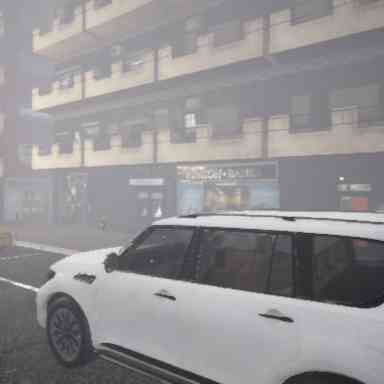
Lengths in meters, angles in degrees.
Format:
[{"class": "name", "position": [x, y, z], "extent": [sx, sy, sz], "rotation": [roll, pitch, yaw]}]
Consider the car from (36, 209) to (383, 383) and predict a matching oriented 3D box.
[{"class": "car", "position": [0.414, 1.230, 4.067], "extent": [5.566, 2.045, 2.150], "rotation": [0, 0, 36]}]

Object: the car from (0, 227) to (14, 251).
[{"class": "car", "position": [-8.730, 1.534, 12.800], "extent": [4.829, 1.417, 1.752], "rotation": [0, 1, 36]}]
